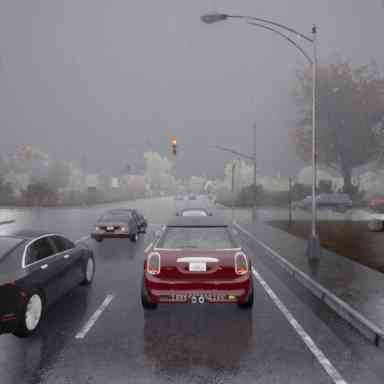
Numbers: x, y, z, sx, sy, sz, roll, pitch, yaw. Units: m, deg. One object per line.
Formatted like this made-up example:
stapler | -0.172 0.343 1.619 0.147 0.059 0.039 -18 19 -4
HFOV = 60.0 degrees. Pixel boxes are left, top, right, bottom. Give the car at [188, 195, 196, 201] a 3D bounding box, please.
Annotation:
car | 0.074 1.497 84.967 1.837 1.490 4.892 0 0 0

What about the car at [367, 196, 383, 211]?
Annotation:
car | 23.854 1.210 39.372 5.566 2.045 2.150 0 0 3

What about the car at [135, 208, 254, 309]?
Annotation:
car | 0.106 1.352 8.049 2.097 1.767 4.553 0 0 0

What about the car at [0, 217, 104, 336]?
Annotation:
car | -3.393 1.504 6.636 1.837 1.490 4.892 0 0 0

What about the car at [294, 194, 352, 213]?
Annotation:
car | 14.496 1.220 36.378 5.566 2.045 2.150 0 0 3

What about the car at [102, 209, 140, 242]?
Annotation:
car | -3.388 1.547 16.294 2.033 1.411 5.357 0 0 0

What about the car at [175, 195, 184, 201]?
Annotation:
car | -3.424 1.541 85.291 1.994 1.385 4.181 0 0 0

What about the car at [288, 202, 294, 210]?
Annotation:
car | 14.020 1.503 39.913 4.892 1.490 1.837 0 0 3

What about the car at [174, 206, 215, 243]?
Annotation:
car | 0.114 1.525 17.089 1.812 1.442 4.674 0 0 0

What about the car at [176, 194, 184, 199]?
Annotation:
car | -3.376 1.399 95.317 1.994 1.385 4.181 0 0 1
